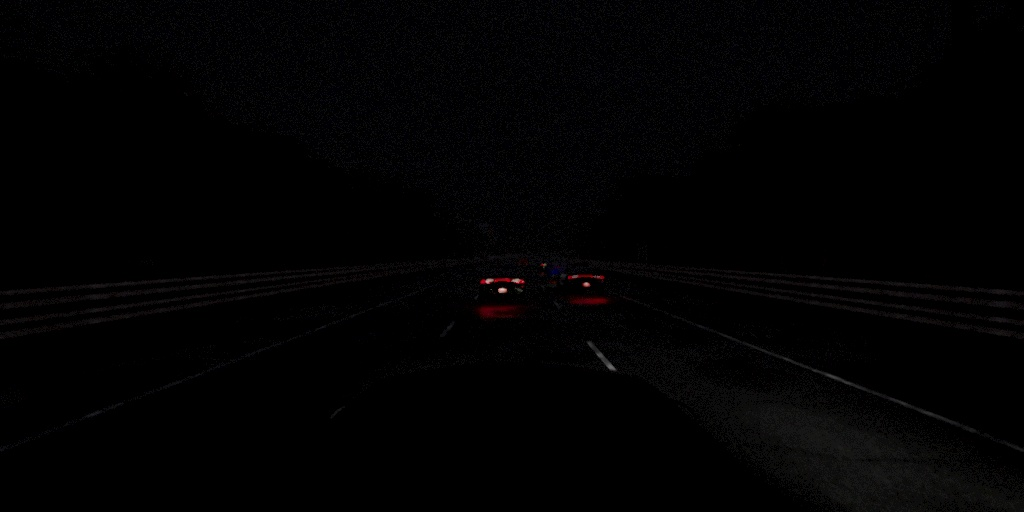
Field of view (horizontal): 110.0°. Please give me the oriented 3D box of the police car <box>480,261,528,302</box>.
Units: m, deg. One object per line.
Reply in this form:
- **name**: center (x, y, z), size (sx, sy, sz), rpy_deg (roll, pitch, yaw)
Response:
- **police car**: center (-0.443, 1.199, 16.830), size (2.038, 1.542, 4.974), rpy_deg (0, 0, -2)

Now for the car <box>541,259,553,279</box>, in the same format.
- **car**: center (3.834, 1.129, 30.657), size (1.882, 1.535, 5.008), rpy_deg (0, 0, 1)

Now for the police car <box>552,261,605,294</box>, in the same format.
- **police car**: center (3.626, 1.194, 19.733), size (2.038, 1.542, 4.974), rpy_deg (0, 0, 1)

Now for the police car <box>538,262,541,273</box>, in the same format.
- **police car**: center (4.140, 1.120, 41.578), size (2.038, 1.542, 4.974), rpy_deg (0, 0, 2)
